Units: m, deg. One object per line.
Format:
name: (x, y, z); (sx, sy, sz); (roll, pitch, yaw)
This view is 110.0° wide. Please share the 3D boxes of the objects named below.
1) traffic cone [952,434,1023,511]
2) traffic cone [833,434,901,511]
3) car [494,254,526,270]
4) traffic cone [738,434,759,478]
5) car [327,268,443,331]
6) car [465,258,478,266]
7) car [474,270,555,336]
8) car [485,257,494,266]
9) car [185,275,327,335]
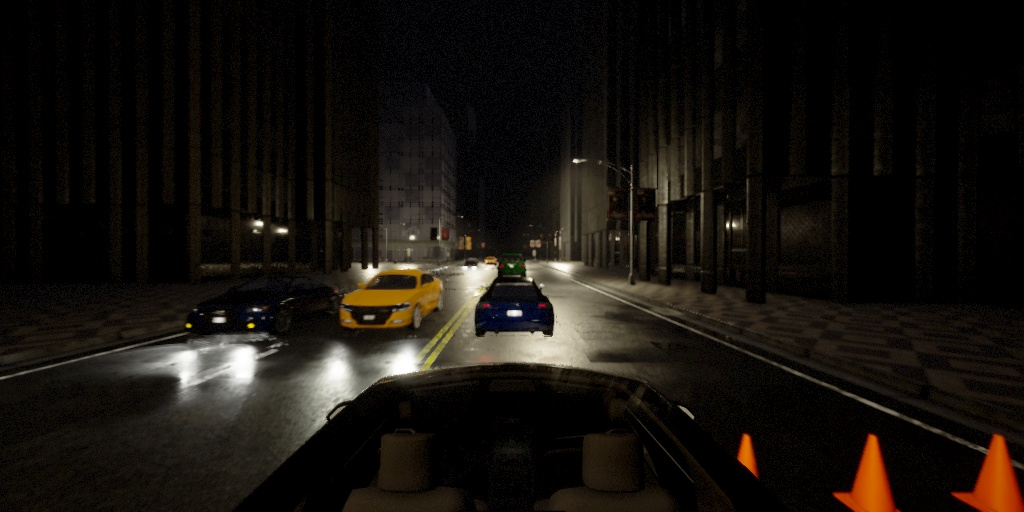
traffic cone: (3.851, 1.711, 2.839); (0.340, 0.580, 0.340); (0, 0, 0)
traffic cone: (2.851, 1.708, 2.835); (0.340, 0.580, 0.340); (0, 0, 0)
car: (-0.028, 0.843, 28.711); (2.150, 2.045, 5.566); (0, 0, 0)
traffic cone: (1.851, 1.706, 2.830); (0.340, 0.580, 0.340); (0, 0, 0)
car: (-3.404, 1.173, 11.028); (1.882, 1.535, 5.008); (0, 0, 0)
car: (-6.771, 1.034, 60.308); (1.895, 1.301, 4.718); (0, 0, 0)
car: (0.052, 1.273, 10.250); (1.994, 1.385, 4.181); (0, 0, 0)
car: (-3.521, 0.927, 60.245); (1.882, 1.535, 5.008); (0, 0, 0)
car: (-6.650, 1.254, 10.121); (1.994, 1.385, 4.181); (0, 0, 0)
